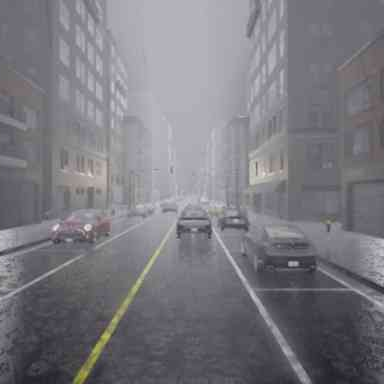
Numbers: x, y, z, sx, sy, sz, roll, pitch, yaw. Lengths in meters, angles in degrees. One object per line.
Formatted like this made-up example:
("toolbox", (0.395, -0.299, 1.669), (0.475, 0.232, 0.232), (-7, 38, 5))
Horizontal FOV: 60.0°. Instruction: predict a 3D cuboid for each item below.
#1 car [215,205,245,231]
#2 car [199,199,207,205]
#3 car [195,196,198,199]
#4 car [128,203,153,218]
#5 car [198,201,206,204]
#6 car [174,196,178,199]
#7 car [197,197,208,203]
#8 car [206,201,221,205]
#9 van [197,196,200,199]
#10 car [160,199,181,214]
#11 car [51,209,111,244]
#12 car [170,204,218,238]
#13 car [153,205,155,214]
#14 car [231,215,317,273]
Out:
("car", (2.659, 1.790, 22.231), (1.947, 1.339, 4.313), (0, -1, 0))
("car", (2.719, 2.394, 82.366), (1.802, 1.307, 4.206), (0, -1, 0))
("car", (2.732, 2.232, 93.181), (2.192, 1.841, 5.009), (0, -1, 0))
("car", (-5.356, 1.917, 33.599), (1.802, 1.307, 4.206), (0, -1, 0))
("car", (0.133, 1.908, 34.414), (1.994, 1.385, 4.181), (0, -1, 0))
("car", (-5.328, 2.304, 87.780), (1.967, 1.590, 4.097), (0, -1, 0))
("car", (2.706, 2.257, 71.555), (2.008, 1.369, 4.403), (0, -1, 0))
("car", (2.669, 1.864, 33.763), (1.752, 1.417, 4.829), (0, -1, 0))
("van", (2.713, 2.100, 76.963), (1.690, 1.788, 3.998), (0, -1, 0))
("car", (-2.732, 1.972, 42.640), (2.033, 1.411, 5.357), (0, -1, 0))
("car", (-5.372, 1.606, 16.556), (1.967, 1.590, 4.097), (0, -1, 0))
("car", (0.117, 1.681, 18.823), (2.128, 1.511, 4.902), (0, -1, 0))
("car", (-5.351, 1.942, 39.280), (2.008, 1.369, 4.403), (0, -1, 0))
("car", (2.648, 1.661, 10.869), (2.008, 1.369, 4.403), (0, -1, 0))
